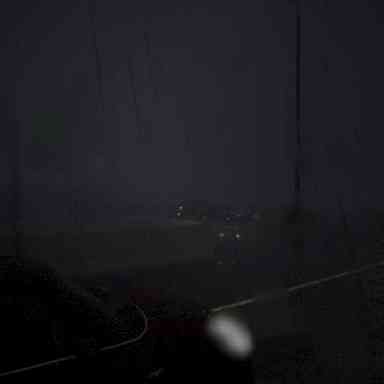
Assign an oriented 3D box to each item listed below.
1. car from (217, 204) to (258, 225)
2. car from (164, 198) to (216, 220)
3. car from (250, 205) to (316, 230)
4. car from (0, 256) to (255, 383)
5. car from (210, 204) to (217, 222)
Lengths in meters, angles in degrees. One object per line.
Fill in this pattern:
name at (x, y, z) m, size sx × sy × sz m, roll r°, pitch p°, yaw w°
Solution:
car at (4.362, 1.660, 25.348) m, size 4.674 × 1.442 × 1.812 m, roll 1°, pitch 0°, yaw -41°
car at (-0.121, 1.486, 30.723) m, size 4.553 × 1.767 × 2.097 m, roll 0°, pitch 0°, yaw -41°
car at (6.335, 1.726, 22.436) m, size 4.718 × 1.301 × 1.895 m, roll 1°, pitch 0°, yaw -41°
car at (-1.607, 1.357, 2.703) m, size 4.553 × 1.767 × 2.097 m, roll 0°, pitch 0°, yaw -36°
car at (2.003, 1.696, 27.938) m, size 4.181 × 1.385 × 1.994 m, roll 1°, pitch 0°, yaw -41°
